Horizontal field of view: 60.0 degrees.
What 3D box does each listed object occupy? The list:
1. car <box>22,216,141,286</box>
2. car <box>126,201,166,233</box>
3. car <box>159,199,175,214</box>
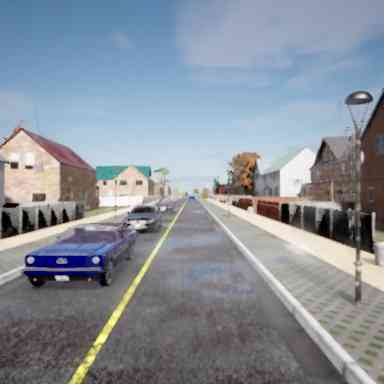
[{"bbox_3d":[-2.843,1.583,9.497,1.895,1.301,4.718,0,0,0],"label":"car"},{"bbox_3d":[-2.802,1.498,19.707,1.812,1.442,4.674,0,0,1],"label":"car"},{"bbox_3d":[-2.786,1.467,35.039,2.128,1.511,4.902,0,0,1],"label":"car"}]
